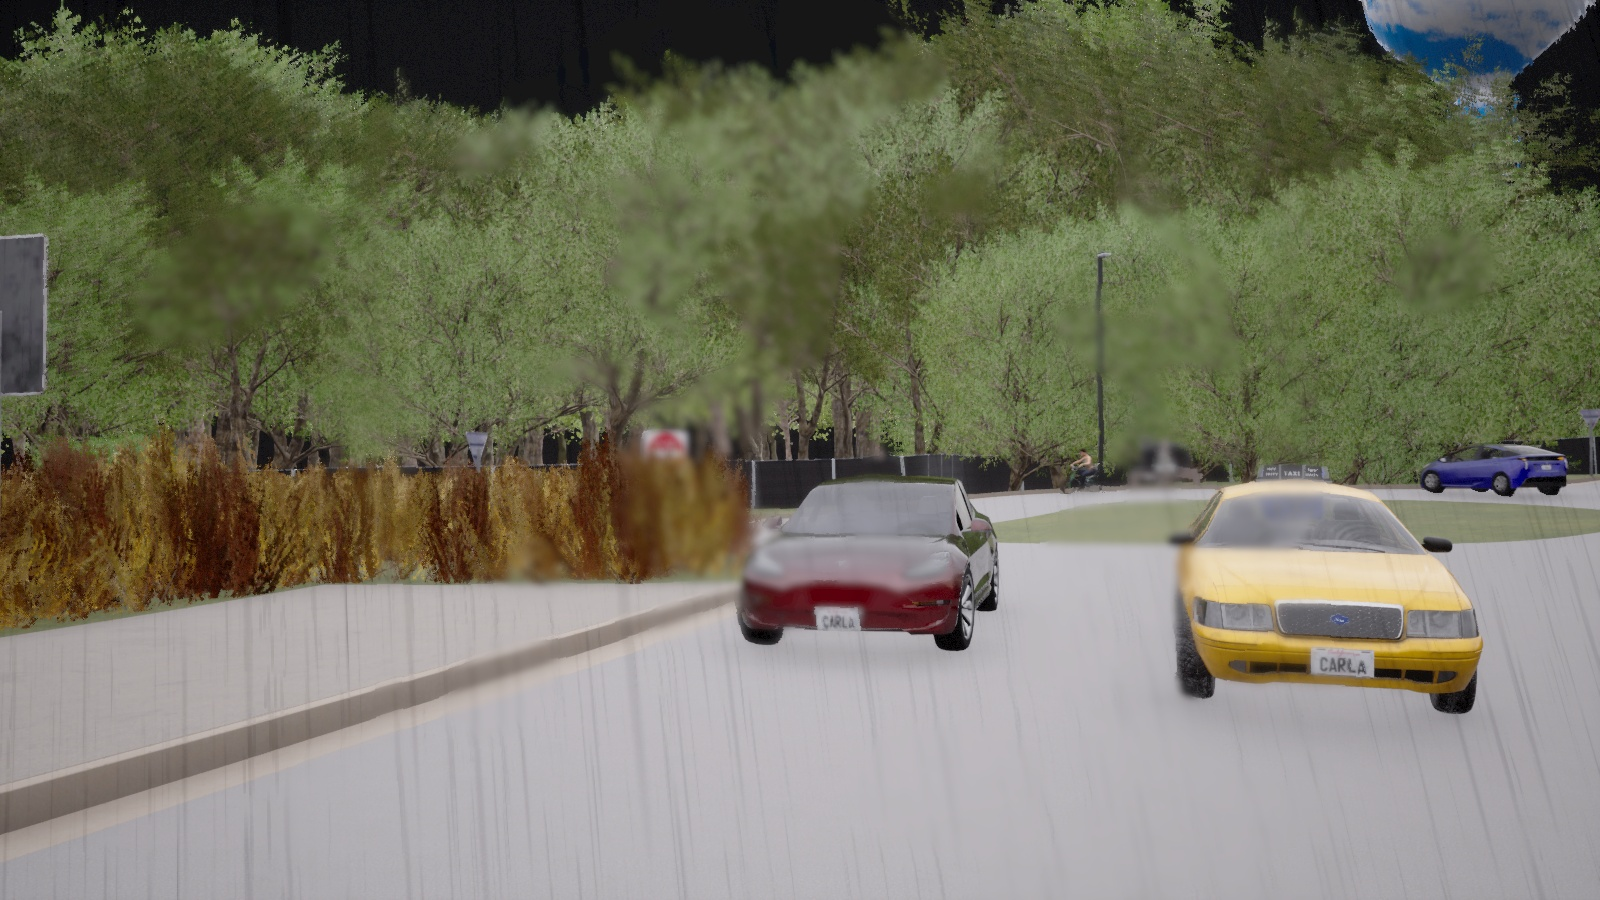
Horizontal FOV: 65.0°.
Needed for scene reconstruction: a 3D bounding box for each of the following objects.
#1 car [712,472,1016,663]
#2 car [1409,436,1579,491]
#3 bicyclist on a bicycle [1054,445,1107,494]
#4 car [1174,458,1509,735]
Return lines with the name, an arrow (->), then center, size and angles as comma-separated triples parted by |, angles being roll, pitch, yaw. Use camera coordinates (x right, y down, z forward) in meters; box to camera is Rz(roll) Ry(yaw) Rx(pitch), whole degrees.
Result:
car -> 0.887, 0.986, 12.515 | 2.163, 1.488, 4.792 | -1, -1, 13
car -> 20.924, 0.381, 38.119 | 2.007, 1.525, 4.514 | -1, 0, -12
bicyclist on a bicycle -> 9.772, 0.681, 43.771 | 1.509, 1.612, 0.866 | -3, 1, -7
car -> 3.950, 0.863, 10.039 | 1.801, 1.575, 5.366 | 0, 0, 16
